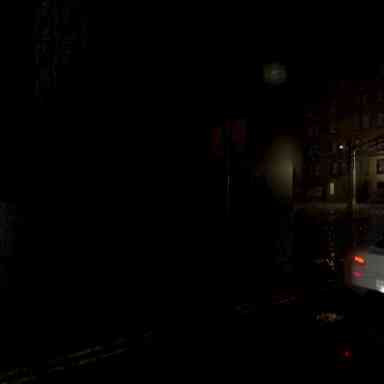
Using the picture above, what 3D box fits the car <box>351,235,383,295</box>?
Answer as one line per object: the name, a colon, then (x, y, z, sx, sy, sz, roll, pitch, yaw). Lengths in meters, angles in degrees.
car: (5.268, 1.444, 7.193, 4.674, 1.442, 1.812, -1, 0, -35)
